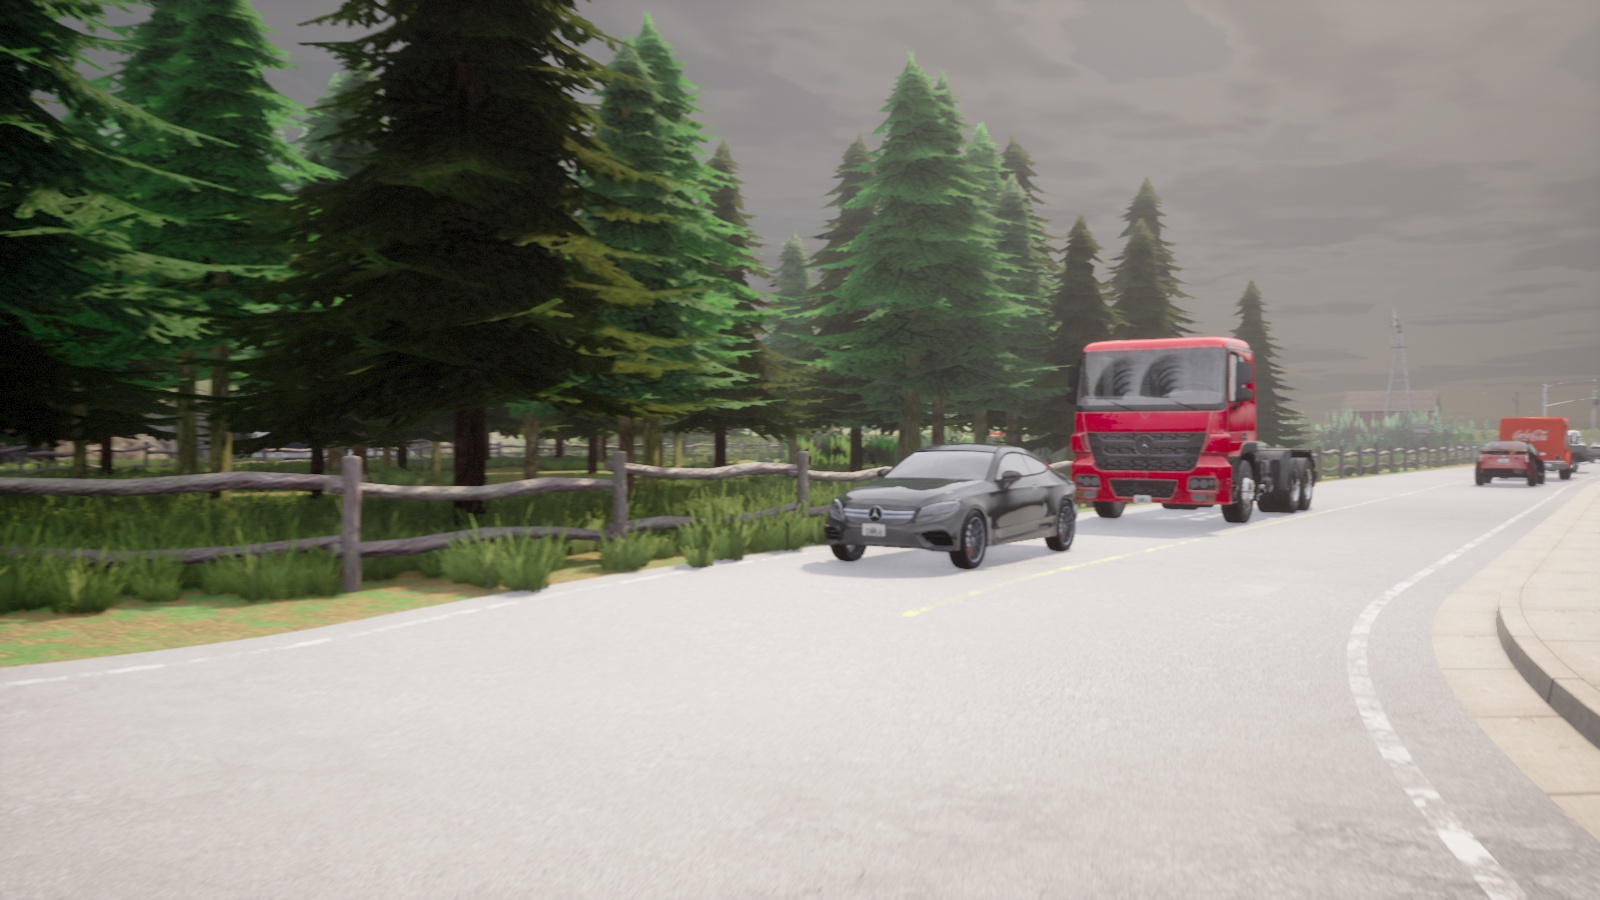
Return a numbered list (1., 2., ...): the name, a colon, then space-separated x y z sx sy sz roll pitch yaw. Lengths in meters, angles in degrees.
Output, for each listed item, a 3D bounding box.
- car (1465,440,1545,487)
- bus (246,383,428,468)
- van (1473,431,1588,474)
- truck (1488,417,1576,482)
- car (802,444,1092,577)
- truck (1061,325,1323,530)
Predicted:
1. car: 24.263 0.434 43.139 2.007 1.525 4.514 1 1 34
2. bus: -24.857 -1.281 68.237 3.944 4.253 10.273 0 0 16
3. van: 35.698 0.124 61.426 4.480 2.038 2.069 0 0 -4
4. truck: 29.654 -0.038 50.804 2.627 2.467 5.204 1 1 35
5. car: 2.060 0.643 16.138 1.812 1.442 4.674 1 1 33
6. truck: 8.163 -0.412 25.302 2.891 3.462 7.936 1 1 34
